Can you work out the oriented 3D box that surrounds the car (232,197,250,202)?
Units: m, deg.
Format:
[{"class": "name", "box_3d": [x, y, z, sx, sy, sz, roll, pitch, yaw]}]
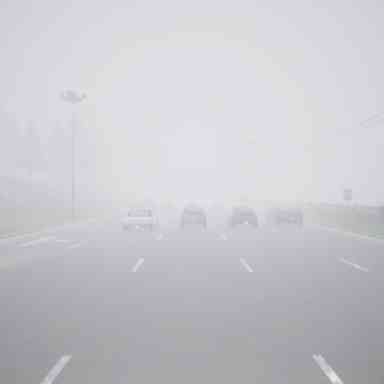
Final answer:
[{"class": "car", "box_3d": [7.048, 1.774, 47.710, 2.150, 2.045, 5.566, 0, 0, 1]}]

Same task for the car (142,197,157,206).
[{"class": "car", "box_3d": [-6.988, 1.848, 54.061, 2.150, 2.045, 5.566, 0, -1, 0]}]

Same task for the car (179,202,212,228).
[{"class": "car", "box_3d": [0.105, 1.778, 24.550, 2.128, 1.511, 4.902, 0, -1, 0]}]

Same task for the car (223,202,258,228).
[{"class": "car", "box_3d": [3.606, 1.791, 24.568, 1.837, 1.490, 4.892, 0, 0, 0]}]

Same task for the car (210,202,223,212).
[{"class": "car", "box_3d": [3.554, 2.123, 48.321, 1.994, 1.385, 4.181, 0, -1, 1]}]

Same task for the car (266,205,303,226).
[{"class": "car", "box_3d": [7.105, 1.778, 26.039, 1.882, 1.535, 5.008, 0, -1, 0]}]

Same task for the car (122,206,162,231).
[{"class": "car", "box_3d": [-3.395, 1.865, 22.676, 1.895, 1.301, 4.718, 0, -1, 0]}]

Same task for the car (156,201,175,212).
[{"class": "car", "box_3d": [-3.463, 2.046, 46.568, 1.837, 1.490, 4.892, 0, 0, 1]}]

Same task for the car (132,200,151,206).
[{"class": "car", "box_3d": [-6.991, 2.075, 44.024, 1.994, 1.385, 4.181, 0, -1, 0]}]
